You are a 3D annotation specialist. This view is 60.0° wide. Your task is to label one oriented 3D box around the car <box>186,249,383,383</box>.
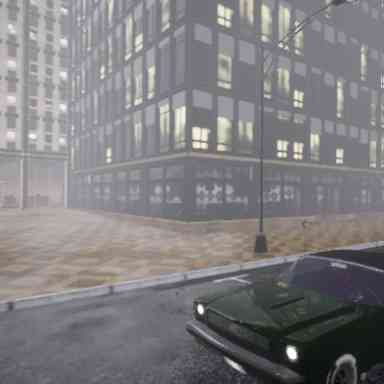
[{"bbox_3d":[2.274,1.634,4.992,4.718,1.301,1.895,1,0,-35],"label":"car"}]
